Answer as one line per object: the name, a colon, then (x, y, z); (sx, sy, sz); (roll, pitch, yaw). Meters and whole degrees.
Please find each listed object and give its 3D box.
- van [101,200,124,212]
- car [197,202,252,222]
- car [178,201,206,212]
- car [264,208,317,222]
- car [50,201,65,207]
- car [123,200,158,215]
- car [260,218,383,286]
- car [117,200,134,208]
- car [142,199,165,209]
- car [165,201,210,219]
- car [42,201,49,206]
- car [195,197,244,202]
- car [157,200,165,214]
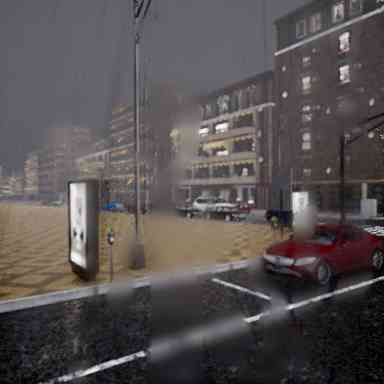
van: (-11.444, 2.000, 48.966); (1.690, 1.788, 3.998); (-2, 0, -36)
car: (2.820, 1.852, 29.093); (2.008, 1.369, 4.403); (-2, 0, -36)
car: (-0.019, 2.045, 47.664); (1.802, 1.307, 4.206); (-2, 0, -36)
car: (7.853, 1.768, 26.793); (1.994, 1.385, 4.181); (-1, 0, -36)
car: (-29.729, 2.671, 74.284); (2.008, 1.369, 4.403); (-2, 0, -36)
car: (-6.524, 2.080, 42.080); (1.887, 1.381, 4.507); (-2, 0, -36)
car: (3.761, 1.565, 9.247); (4.206, 1.307, 1.802); (0, 0, -35)
car: (-13.144, 2.375, 65.663); (1.802, 1.307, 4.206); (-2, 0, -36)
car: (-6.614, 2.068, 56.643); (1.967, 1.590, 4.097); (-2, 0, -36)
car: (-0.446, 1.933, 33.604); (2.008, 1.369, 4.403); (-2, 0, -36)
car: (-36.260, 2.831, 83.307); (1.887, 1.381, 4.507); (-2, 0, -36)
car: (2.318, 1.564, 34.438); (2.150, 2.045, 5.566); (-1, 0, -36)
car: (-3.788, 2.000, 42.897); (1.837, 1.490, 4.892); (-1, 0, -36)
